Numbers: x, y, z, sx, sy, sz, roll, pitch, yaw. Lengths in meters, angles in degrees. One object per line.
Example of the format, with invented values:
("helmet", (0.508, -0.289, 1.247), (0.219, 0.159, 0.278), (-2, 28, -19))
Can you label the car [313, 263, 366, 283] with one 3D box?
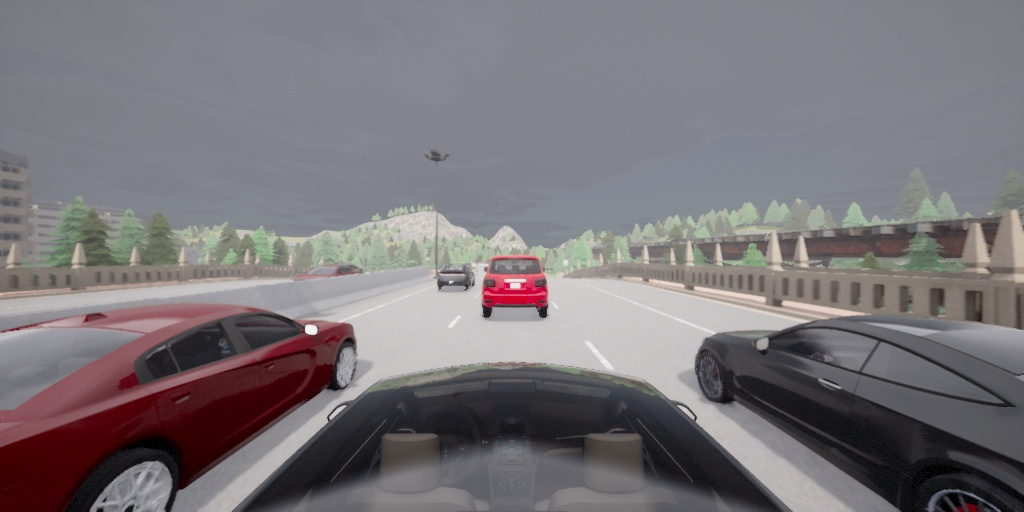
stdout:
("car", (-14.098, 1.323, 29.684), (1.882, 1.535, 5.008), (0, -1, 0))

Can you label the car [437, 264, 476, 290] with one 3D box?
("car", (-3.401, 1.263, 22.461), (2.128, 1.511, 4.902), (0, 0, 0))

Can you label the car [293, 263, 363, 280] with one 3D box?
("car", (-10.600, 1.246, 20.814), (1.882, 1.535, 5.008), (0, 0, 0))

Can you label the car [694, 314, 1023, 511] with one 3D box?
("car", (3.597, 1.277, 3.354), (1.812, 1.442, 4.674), (0, 0, 0))

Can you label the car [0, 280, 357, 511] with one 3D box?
("car", (-3.403, 1.230, 3.754), (1.882, 1.535, 5.008), (0, 0, 0))

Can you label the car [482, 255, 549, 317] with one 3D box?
("car", (0.099, 0.984, 13.458), (2.150, 2.045, 5.566), (0, 0, 0))
